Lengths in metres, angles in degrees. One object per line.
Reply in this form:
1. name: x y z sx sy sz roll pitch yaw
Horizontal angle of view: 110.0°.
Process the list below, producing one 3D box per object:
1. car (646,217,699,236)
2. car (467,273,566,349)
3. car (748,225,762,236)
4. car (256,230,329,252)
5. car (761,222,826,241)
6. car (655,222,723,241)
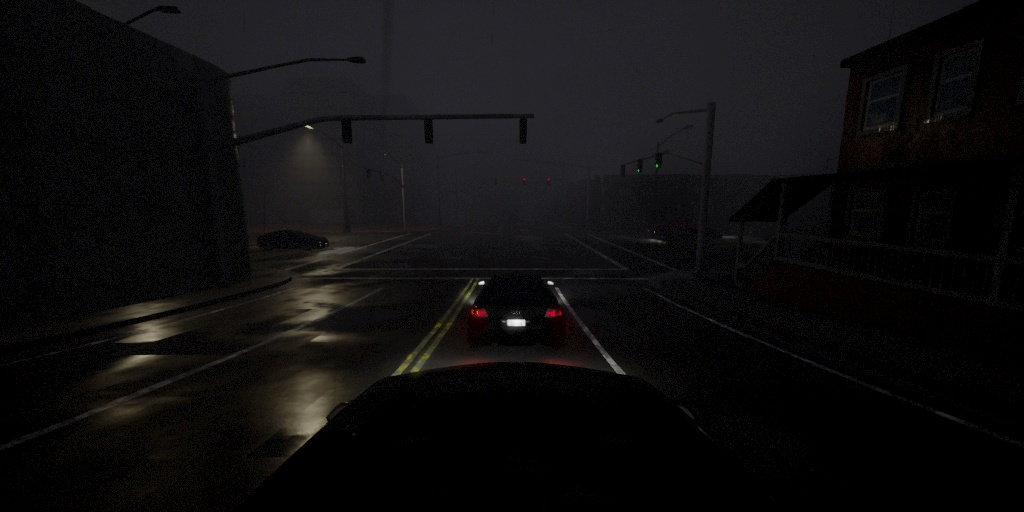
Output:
1. car: 16.997 -3.005 37.262 5.566 2.045 2.150 0 8 0
2. car: 0.098 1.092 8.671 1.994 1.385 4.181 0 3 0
3. car: 27.249 -2.733 37.225 4.902 1.511 2.128 0 8 1
4. car: -16.427 -1.185 26.964 4.892 1.490 1.837 0 8 0
5. car: 26.959 -2.238 33.763 5.008 1.535 1.882 0 8 0
6. car: 16.863 -2.174 33.849 5.357 1.411 2.033 0 8 0
